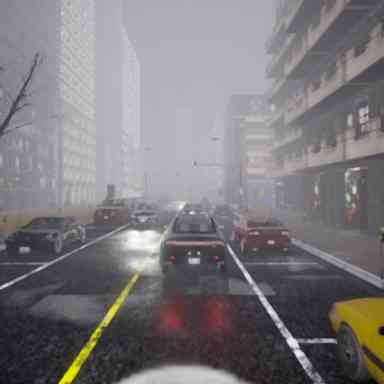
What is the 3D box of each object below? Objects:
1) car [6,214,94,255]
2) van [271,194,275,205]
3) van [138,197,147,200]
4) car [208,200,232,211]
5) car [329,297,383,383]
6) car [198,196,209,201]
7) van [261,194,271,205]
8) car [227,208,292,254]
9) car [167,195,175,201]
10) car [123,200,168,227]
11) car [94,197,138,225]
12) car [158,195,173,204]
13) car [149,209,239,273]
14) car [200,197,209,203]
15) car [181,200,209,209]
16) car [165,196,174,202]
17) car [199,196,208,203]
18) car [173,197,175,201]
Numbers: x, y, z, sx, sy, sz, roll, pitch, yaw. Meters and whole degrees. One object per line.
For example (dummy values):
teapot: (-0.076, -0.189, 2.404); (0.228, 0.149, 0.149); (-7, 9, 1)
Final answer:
car: (-5.698, 1.596, 13.515); (1.947, 1.339, 4.313); (0, 0, 0)
van: (13.714, 1.272, 47.179); (3.998, 1.788, 1.690); (-1, 1, 0)
van: (-5.707, 1.427, 35.607); (1.690, 1.788, 3.998); (0, 0, 0)
car: (2.675, 1.616, 30.085); (1.887, 1.381, 4.507); (0, 0, 0)
car: (2.685, 1.531, 2.641); (1.752, 1.417, 4.829); (0, 0, 0)
car: (2.663, 1.732, 67.998); (1.887, 1.381, 4.507); (0, 0, 0)
van: (13.690, 1.256, 55.559); (3.998, 1.788, 1.690); (-1, 1, 0)
car: (2.682, 1.575, 13.517); (1.887, 1.381, 4.507); (0, 0, 0)
car: (-5.726, 1.707, 90.107); (1.967, 1.590, 4.097); (0, 0, 0)
car: (-3.102, 1.545, 23.408); (2.128, 1.511, 4.902); (0, 0, 0)
car: (-5.704, 1.371, 24.561); (2.192, 1.841, 5.009); (0, 0, 0)
car: (-5.719, 1.502, 67.997); (2.192, 1.841, 5.009); (0, 0, 0)
car: (0.068, 1.516, 10.758); (2.128, 1.511, 4.902); (0, 0, 0)
car: (2.661, 1.751, 73.525); (1.887, 1.381, 4.507); (0, 0, 0)
car: (0.073, 1.611, 27.327); (2.033, 1.411, 5.357); (0, 0, 0)
car: (-5.723, 1.811, 84.579); (1.947, 1.339, 4.313); (0, 0, 0)
car: (2.658, 1.666, 79.054); (1.967, 1.590, 4.097); (0, 0, 0)
car: (-5.721, 1.770, 79.051); (1.887, 1.381, 4.507); (0, 0, 0)
